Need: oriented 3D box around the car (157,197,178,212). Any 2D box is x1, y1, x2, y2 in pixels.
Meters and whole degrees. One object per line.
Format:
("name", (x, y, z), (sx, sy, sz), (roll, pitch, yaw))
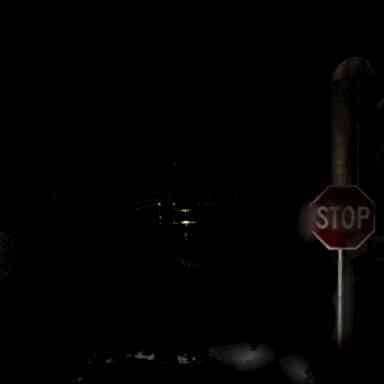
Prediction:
("car", (-2.773, 1.330, 38.424), (2.097, 1.767, 4.553), (0, 0, 0))
